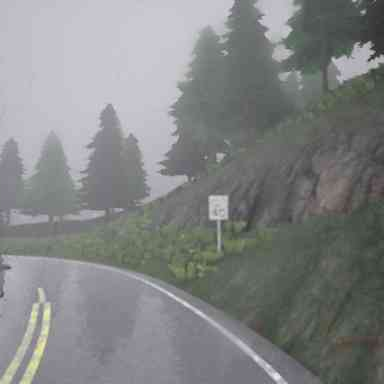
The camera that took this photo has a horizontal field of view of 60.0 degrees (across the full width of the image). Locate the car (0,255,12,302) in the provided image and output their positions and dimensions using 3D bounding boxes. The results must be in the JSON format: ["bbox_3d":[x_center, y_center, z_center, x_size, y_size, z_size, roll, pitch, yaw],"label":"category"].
[{"bbox_3d":[-5.196,1.934,7.315,1.837,1.490,4.892,3,-6,-26],"label":"car"}]
